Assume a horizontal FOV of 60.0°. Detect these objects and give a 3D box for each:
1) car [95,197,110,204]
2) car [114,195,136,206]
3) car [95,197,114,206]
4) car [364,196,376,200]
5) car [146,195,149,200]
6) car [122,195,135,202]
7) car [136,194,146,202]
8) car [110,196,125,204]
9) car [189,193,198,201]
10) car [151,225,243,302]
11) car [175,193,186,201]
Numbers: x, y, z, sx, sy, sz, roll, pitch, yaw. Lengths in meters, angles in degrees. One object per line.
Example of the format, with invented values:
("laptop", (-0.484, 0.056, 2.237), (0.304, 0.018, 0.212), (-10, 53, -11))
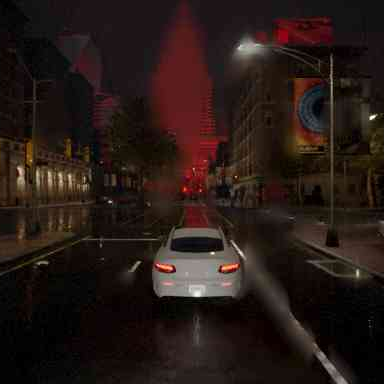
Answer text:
("car", (-17.943, 1.595, 66.873), (1.895, 1.301, 4.718), (0, 0, 0))
("car", (-11.324, 1.478, 56.724), (1.882, 1.535, 5.008), (0, 0, 0))
("car", (-14.823, 1.547, 56.789), (2.033, 1.411, 5.357), (0, 0, 0))
("car", (34.758, 1.481, 68.023), (2.231, 1.521, 4.892), (0, 0, 0))
("car", (-11.147, 1.355, 76.757), (2.097, 1.767, 4.553), (0, 0, 0))
("car", (-14.647, 1.478, 76.742), (1.882, 1.535, 5.008), (0, 0, 0))
("car", (-11.214, 1.547, 66.537), (2.033, 1.411, 5.357), (0, 0, 1))
("car", (-14.711, 1.505, 66.328), (1.837, 1.490, 4.892), (0, 0, 1))
("car", (0.396, 1.355, 86.065), (2.097, 1.767, 4.553), (0, 0, 0))
("car", (0.114, 1.526, 8.122), (1.812, 1.442, 4.674), (0, 0, 1))
("car", (-3.117, 1.552, 83.129), (1.994, 1.385, 4.181), (0, 0, 0))
